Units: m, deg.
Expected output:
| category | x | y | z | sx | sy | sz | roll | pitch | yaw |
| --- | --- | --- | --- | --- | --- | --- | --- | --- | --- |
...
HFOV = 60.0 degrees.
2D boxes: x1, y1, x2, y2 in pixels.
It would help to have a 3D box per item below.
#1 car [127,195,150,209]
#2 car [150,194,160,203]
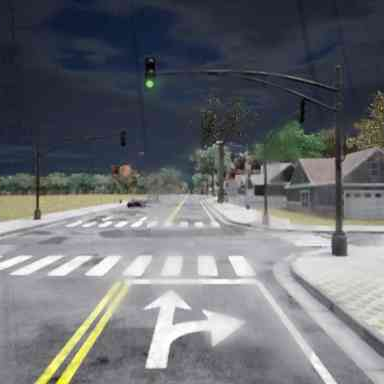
| category | x | y | z | sx | sy | sz | roll | pitch | yaw |
| --- | --- | --- | --- | --- | --- | --- | --- | --- | --- |
| car | -6.659 | 1.327 | 40.442 | 1.895 | 1.301 | 4.718 | 0 | 0 | 0 |
| car | -6.630 | 1.114 | 57.684 | 2.128 | 1.511 | 4.902 | 0 | 0 | 0 |
